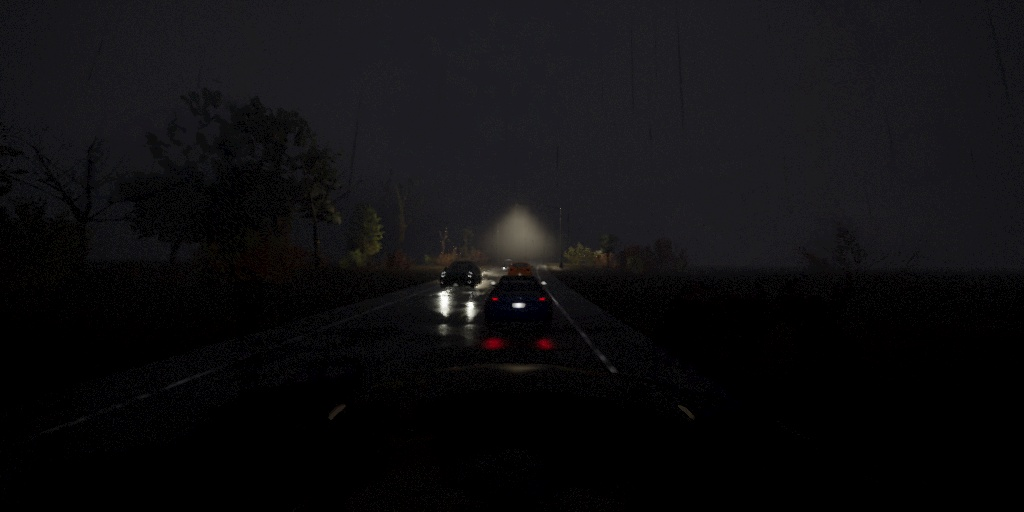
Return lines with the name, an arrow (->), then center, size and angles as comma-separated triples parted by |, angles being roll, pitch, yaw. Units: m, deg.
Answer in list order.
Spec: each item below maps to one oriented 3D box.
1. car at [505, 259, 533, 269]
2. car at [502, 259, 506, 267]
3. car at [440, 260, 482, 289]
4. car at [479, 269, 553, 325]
car -> 0.681, 1.211, 28.939 | 1.882, 1.535, 5.008 | 0, 0, 2
car -> -0.660, 1.259, 64.267 | 1.994, 1.385, 4.181 | 0, 0, 6
car -> -3.218, 1.090, 23.161 | 2.097, 1.767, 4.553 | 0, 0, 2
car -> 0.210, 1.309, 11.751 | 1.994, 1.385, 4.181 | 0, 0, 1
